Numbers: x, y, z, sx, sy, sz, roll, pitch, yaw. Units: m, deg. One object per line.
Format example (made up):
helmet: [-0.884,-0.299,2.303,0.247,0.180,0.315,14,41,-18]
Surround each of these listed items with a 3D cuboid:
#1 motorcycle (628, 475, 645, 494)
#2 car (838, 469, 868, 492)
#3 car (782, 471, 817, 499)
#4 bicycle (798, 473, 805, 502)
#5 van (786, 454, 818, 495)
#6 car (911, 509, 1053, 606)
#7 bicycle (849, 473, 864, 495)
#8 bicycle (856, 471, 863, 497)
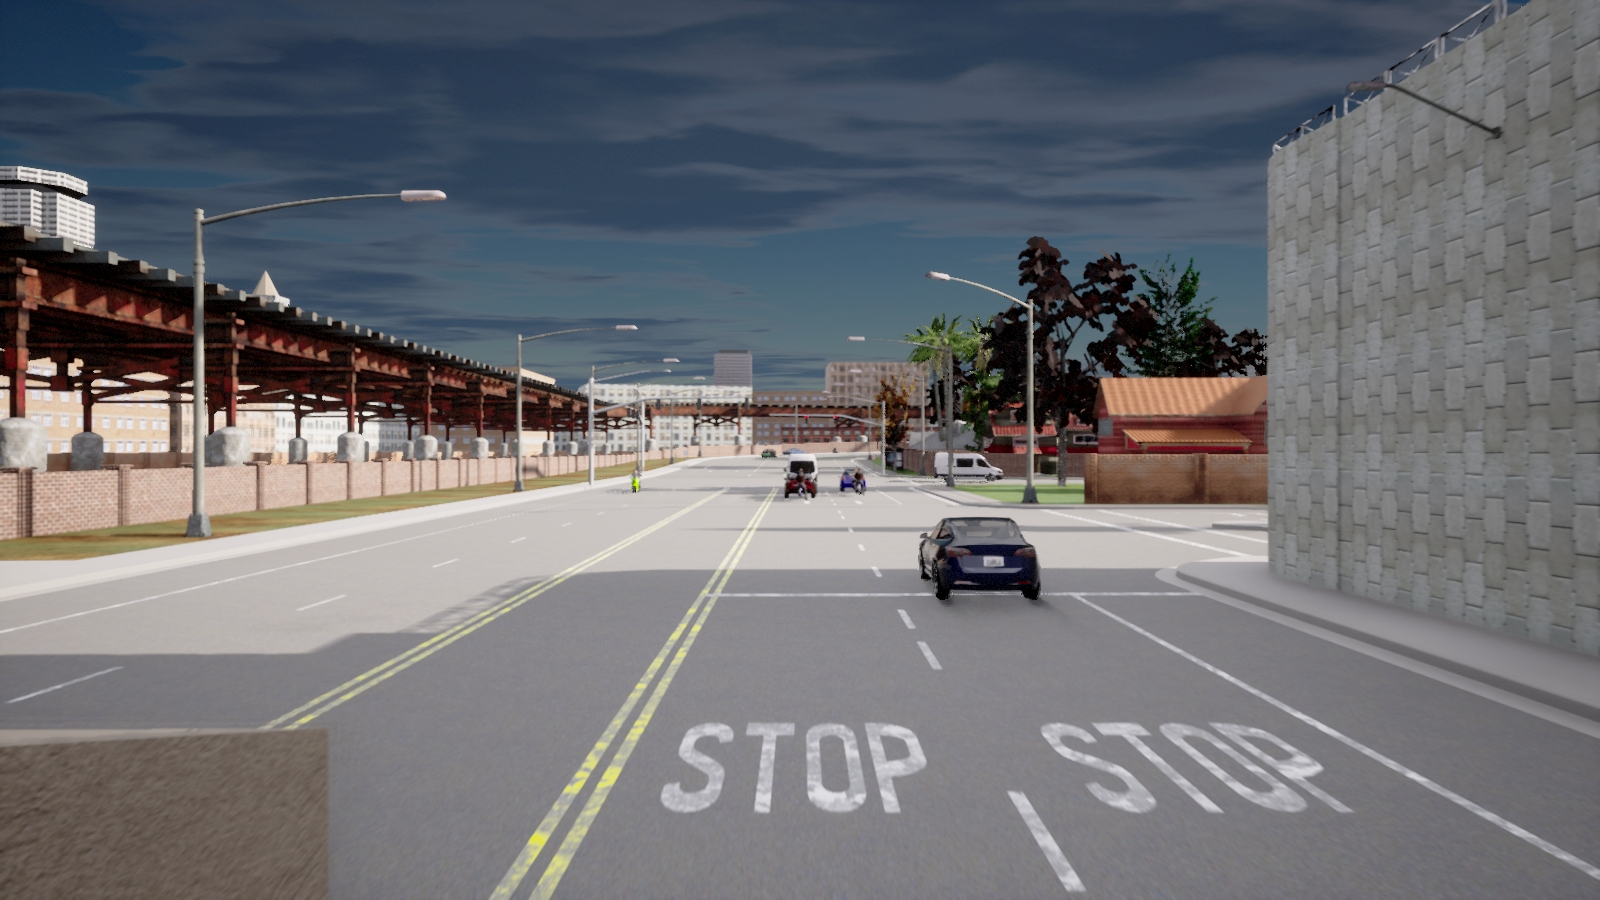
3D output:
motorcycle: [-10.458,2.201,73.013,0.803,1.145,2.033,0,0,0]
car: [3.509,2.026,76.592,1.845,1.501,3.633,0,0,0]
car: [0.000,2.029,67.292,2.007,1.525,4.514,0,0,0]
bicycle: [0.085,2.036,62.086,0.329,1.496,1.835,-1,0,0]
van: [0.110,1.523,74.272,1.988,2.561,5.915,0,0,-1]
car: [3.506,2.059,22.974,2.163,1.488,4.792,0,0,1]
bicycle: [3.539,2.134,71.997,0.859,1.301,1.487,0,0,0]
bicycle: [3.547,2.037,68.368,0.329,1.496,1.835,0,0,0]
